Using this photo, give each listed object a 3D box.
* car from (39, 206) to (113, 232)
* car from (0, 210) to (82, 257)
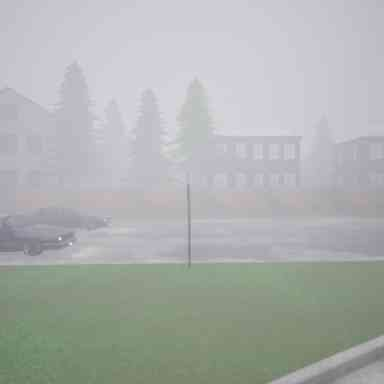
[{"bbox_3d":[-7.419,1.515,19.216,5.357,1.411,2.033,0,0,-2],"label":"car"},{"bbox_3d":[-7.153,1.541,12.222,5.357,1.411,2.033,0,0,-2],"label":"car"}]
